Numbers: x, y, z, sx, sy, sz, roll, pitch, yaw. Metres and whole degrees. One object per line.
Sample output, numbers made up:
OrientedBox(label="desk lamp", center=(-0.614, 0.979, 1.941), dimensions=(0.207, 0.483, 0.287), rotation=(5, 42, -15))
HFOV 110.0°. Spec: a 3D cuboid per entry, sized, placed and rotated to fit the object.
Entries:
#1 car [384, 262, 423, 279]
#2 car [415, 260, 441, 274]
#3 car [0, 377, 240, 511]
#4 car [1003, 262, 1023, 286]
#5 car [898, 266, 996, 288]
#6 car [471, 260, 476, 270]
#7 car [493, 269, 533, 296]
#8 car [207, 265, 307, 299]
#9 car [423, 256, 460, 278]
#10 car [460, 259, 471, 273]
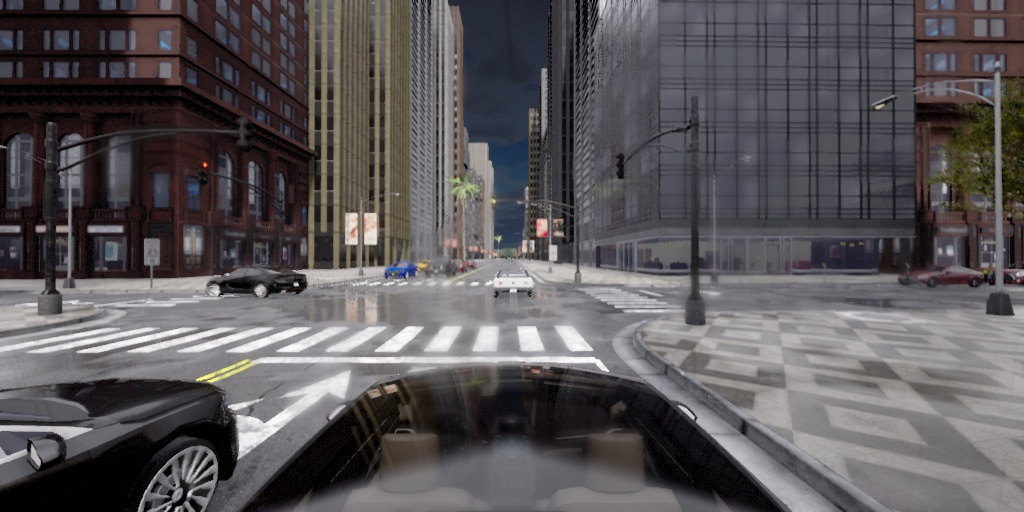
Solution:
OrientedBox(label="car", center=(-9.916, 1.242, 32.435), dimensions=(1.882, 1.535, 5.008), rotation=(0, 0, 0))
OrientedBox(label="car", center=(-9.927, 1.259, 42.851), dimensions=(1.882, 1.535, 5.008), rotation=(0, 0, 0))
OrientedBox(label="car", center=(-3.137, 1.242, 0.967), dimensions=(2.128, 1.511, 4.902), rotation=(0, 0, -1))
OrientedBox(label="car", center=(32.057, 1.086, 22.179), dimensions=(4.097, 1.591, 1.967), rotation=(0, 0, -1))
OrientedBox(label="car", center=(26.419, 1.244, 22.078), dimensions=(4.207, 1.307, 1.802), rotation=(0, 0, -1))
OrientedBox(label="car", center=(-6.693, 1.291, 56.057), dimensions=(1.882, 1.535, 5.008), rotation=(0, 0, 0))
OrientedBox(label="car", center=(0.054, 1.338, 19.002), dimensions=(1.895, 1.301, 4.718), rotation=(0, 0, 0))
OrientedBox(label="car", center=(-12.705, 1.238, 17.846), dimensions=(5.008, 1.535, 1.882), rotation=(-1, -1, 16))
OrientedBox(label="car", center=(-6.673, 0.988, 34.332), dimensions=(2.150, 2.045, 5.566), rotation=(0, 0, 0))
OrientedBox(label="car", center=(-6.675, 1.135, 43.583), dimensions=(2.097, 1.767, 4.553), rotation=(0, 0, 0))
